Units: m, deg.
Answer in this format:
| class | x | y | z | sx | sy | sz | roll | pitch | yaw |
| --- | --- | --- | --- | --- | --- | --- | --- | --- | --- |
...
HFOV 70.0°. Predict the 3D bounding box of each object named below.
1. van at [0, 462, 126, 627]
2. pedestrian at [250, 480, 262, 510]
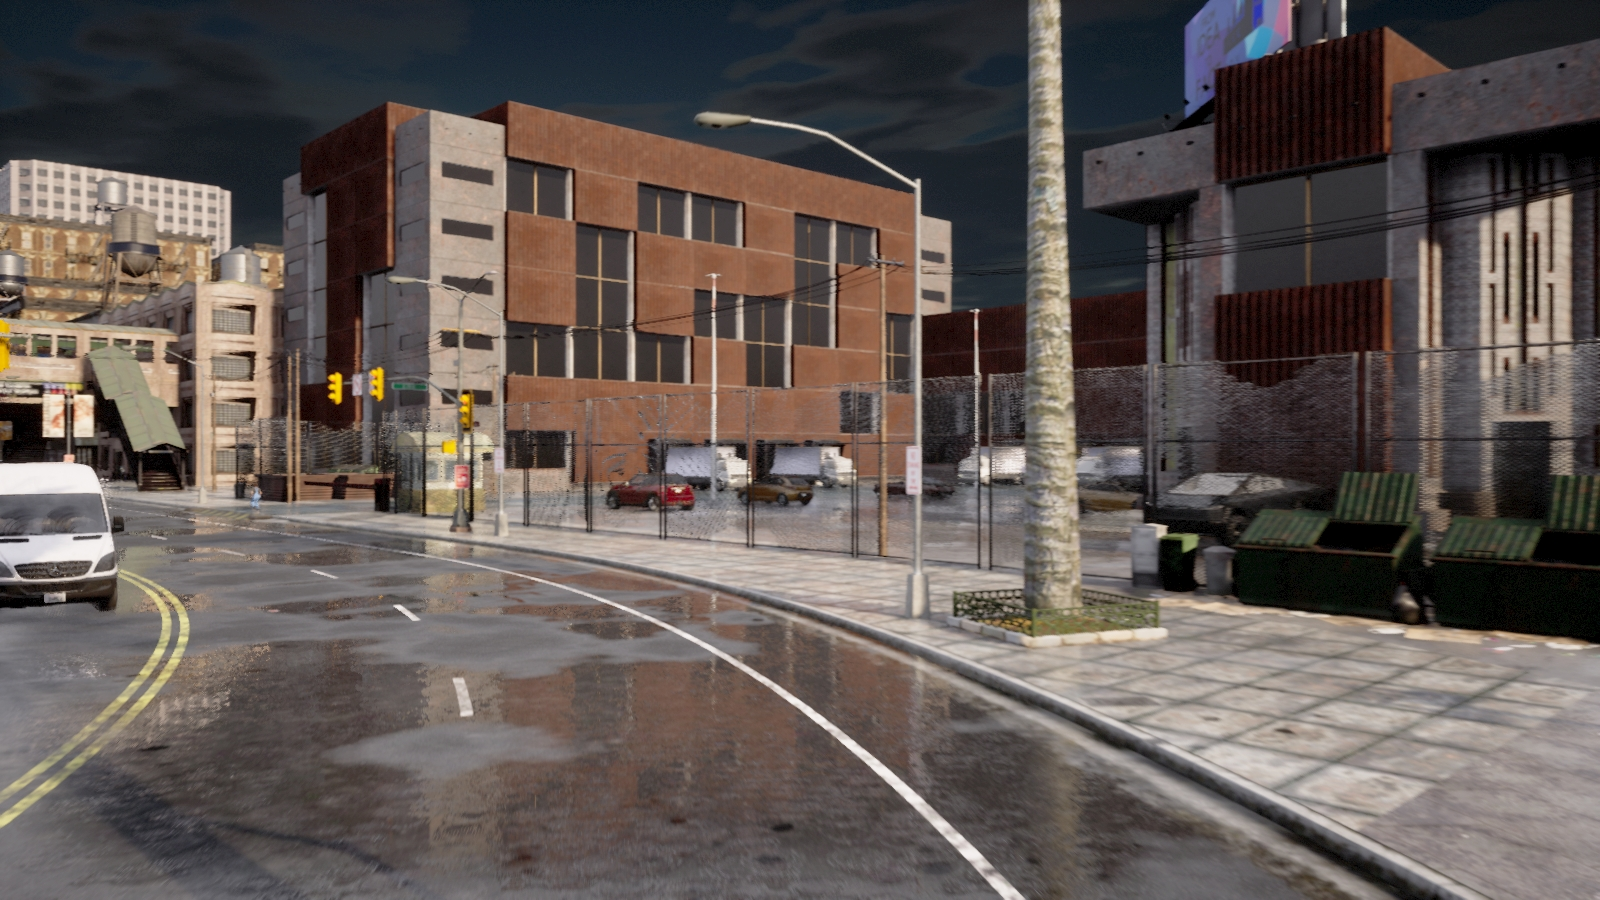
| class | x | y | z | sx | sy | sz | roll | pitch | yaw |
| --- | --- | --- | --- | --- | --- | --- | --- | --- | --- |
| van | -13.966 | 1.542 | 21.036 | 1.988 | 2.561 | 5.915 | 0 | 0 | -37 |
| pedestrian | -23.928 | 1.988 | 50.239 | 0.375 | 1.300 | 0.375 | 0 | 0 | 44 |
